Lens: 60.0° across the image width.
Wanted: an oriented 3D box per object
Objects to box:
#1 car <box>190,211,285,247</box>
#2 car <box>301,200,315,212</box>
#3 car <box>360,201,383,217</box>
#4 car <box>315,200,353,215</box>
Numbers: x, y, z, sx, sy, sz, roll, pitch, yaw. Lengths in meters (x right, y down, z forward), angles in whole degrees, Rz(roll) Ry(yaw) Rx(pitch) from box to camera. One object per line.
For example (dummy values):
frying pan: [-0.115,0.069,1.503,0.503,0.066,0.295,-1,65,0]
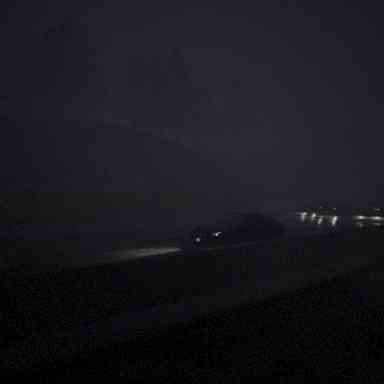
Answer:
car: [2.084,1.571,14.269,4.674,1.442,1.812,0,0,-37]
car: [15.125,1.669,39.944,2.033,1.411,5.357,0,0,44]
car: [18.430,1.625,33.312,1.812,1.442,4.674,0,0,45]
car: [15.155,1.707,34.967,4.718,1.301,1.895,0,0,-45]
